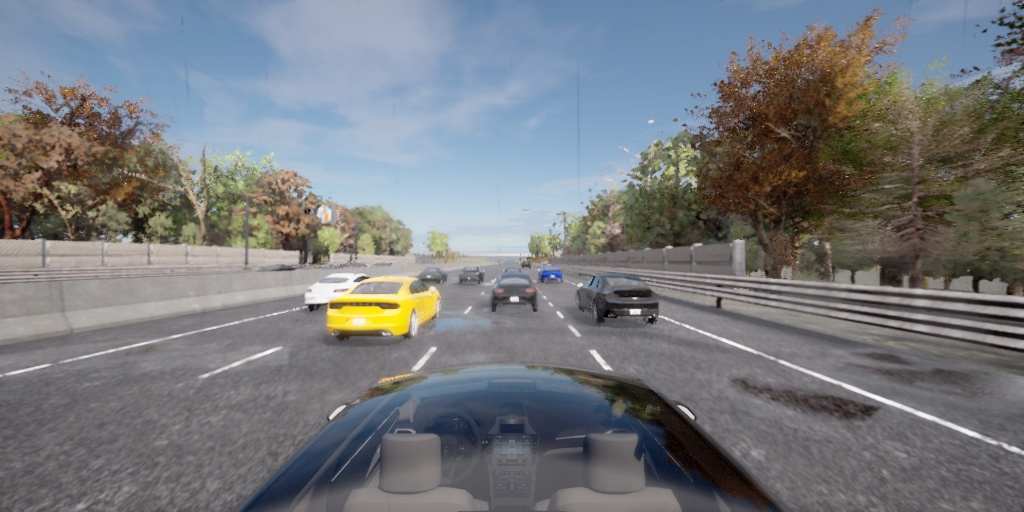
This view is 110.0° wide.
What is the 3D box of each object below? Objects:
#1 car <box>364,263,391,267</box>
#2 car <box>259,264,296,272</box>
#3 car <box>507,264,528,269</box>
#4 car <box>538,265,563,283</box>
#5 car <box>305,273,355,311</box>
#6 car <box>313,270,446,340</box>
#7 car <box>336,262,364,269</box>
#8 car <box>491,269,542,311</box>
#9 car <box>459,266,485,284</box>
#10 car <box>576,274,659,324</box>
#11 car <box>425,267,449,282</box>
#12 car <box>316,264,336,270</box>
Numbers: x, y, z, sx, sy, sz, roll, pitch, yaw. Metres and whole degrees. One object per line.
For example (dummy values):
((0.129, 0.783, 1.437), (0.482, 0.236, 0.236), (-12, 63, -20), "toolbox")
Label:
((-17.579, 1.689, 48.094), (2.097, 1.767, 4.553), (0, -1, 0), "car")
((-28.084, 1.750, 43.008), (1.882, 1.535, 5.008), (0, -1, 0), "car")
((0.102, 1.693, 31.807), (1.994, 1.385, 4.181), (0, -1, 0), "car")
((3.500, 1.615, 33.285), (1.882, 1.535, 5.008), (0, -1, 0), "car")
((-6.897, 1.444, 15.275), (1.812, 1.442, 4.674), (0, -1, 0), "car")
((-3.398, 1.335, 10.439), (1.882, 1.535, 5.008), (0, -1, 0), "car")
((-21.078, 1.690, 48.108), (2.097, 1.767, 4.553), (0, -1, 0), "car")
((0.100, 1.445, 15.379), (1.812, 1.442, 4.674), (0, -1, 0), "car")
((-3.397, 1.611, 31.085), (2.128, 1.511, 4.902), (0, -1, 0), "car")
((3.508, 1.368, 12.629), (1.837, 1.490, 4.892), (0, -1, 0), "car")
((-6.898, 1.692, 31.759), (1.994, 1.385, 4.181), (0, -1, 0), "car")
((-24.574, 1.836, 48.430), (2.128, 1.511, 4.902), (0, -1, 0), "car")
